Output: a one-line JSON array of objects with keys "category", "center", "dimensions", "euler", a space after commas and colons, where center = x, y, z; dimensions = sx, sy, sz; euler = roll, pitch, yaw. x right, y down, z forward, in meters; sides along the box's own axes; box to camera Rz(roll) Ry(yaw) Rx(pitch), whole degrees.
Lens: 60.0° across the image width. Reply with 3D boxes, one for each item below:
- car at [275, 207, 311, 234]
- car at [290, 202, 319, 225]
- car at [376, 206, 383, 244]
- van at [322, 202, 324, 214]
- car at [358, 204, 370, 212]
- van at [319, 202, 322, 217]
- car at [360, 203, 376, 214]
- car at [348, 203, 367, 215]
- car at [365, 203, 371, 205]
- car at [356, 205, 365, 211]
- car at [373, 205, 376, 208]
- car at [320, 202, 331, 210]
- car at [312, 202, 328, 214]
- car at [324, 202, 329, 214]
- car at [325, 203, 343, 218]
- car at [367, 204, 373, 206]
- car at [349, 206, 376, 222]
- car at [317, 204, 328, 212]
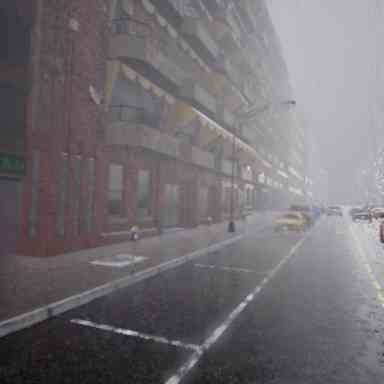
[{"category": "car", "center": [6.844, 2.003, 22.938], "dimensions": [1.752, 1.417, 4.829], "euler": [3, 0, 24]}, {"category": "car", "center": [9.154, 1.922, 28.155], "dimensions": [2.192, 1.841, 5.009], "euler": [3, 0, 24]}, {"category": "car", "center": [10.307, 1.681, 15.613], "dimensions": [2.150, 2.045, 5.566], "euler": [1, -1, 24]}, {"category": "van", "center": [15.845, 2.333, 43.331], "dimensions": [1.690, 1.788, 3.998], "euler": [3, 0, 24]}, {"category": "car", "center": [36.379, 3.370, 70.462], "dimensions": [1.967, 1.590, 4.097], "euler": [2, -1, 24]}, {"category": "van", "center": [13.614, 2.202, 38.270], "dimensions": [1.690, 1.788, 3.998], "euler": [3, 0, 24]}, {"category": "car", "center": [31.923, 2.967, 60.343], "dimensions": [2.192, 1.841, 5.009], "euler": [2, 0, 24]}, {"category": "car", "center": [23.539, 2.771, 47.672], "dimensions": [1.812, 1.442, 4.674], "euler": [1, -1, 24]}, {"category": "car", "center": [27.493, 2.822, 50.207], "dimensions": [1.967, 1.590, 4.097], "euler": [2, 0, 24]}, {"category": "car", "center": [40.835, 3.796, 80.579], "dimensions": [1.802, 1.307, 4.206], "euler": [2, -1, 24]}, {"category": "car", "center": [23.019, 2.660, 40.091], "dimensions": [1.887, 1.381, 4.507], "euler": [2, 0, 24]}, {"category": "car", "center": [33.693, 3.406, 83.800], "dimensions": [2.192, 1.841, 5.009], "euler": [2, 0, 24]}, {"category": "car", "center": [22.539, 2.707, 58.506], "dimensions": [2.192, 1.841, 5.009], "euler": [3, 0, 24]}, {"category": "car", "center": [20.308, 2.573, 53.448], "dimensions": [2.192, 1.841, 5.009], "euler": [3, 0, 24]}, {"category": "car", "center": [19.251, 2.621, 44.767], "dimensions": [1.812, 1.442, 4.674], "euler": [1, -1, 24]}, {"category": "car", "center": [25.250, 2.793, 45.149], "dimensions": [1.887, 1.381, 4.507], "euler": [2, 0, 24]}, {"category": "car", "center": [18.832, 2.567, 36.928], "dimensions": [1.895, 1.301, 4.718], "euler": [1, -1, 24]}, {"category": "car", "center": [26.990, 3.231, 68.624], "dimensions": [1.947, 1.339, 4.313], "euler": [3, 0, 24]}]
